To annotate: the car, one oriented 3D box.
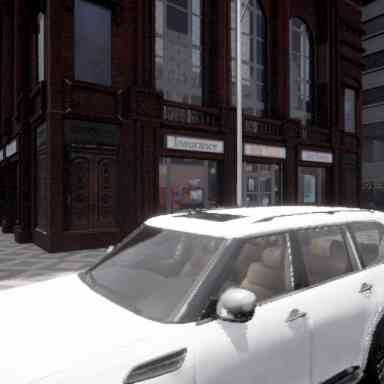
[{"bbox_3d":[0.333,1.221,3.622,5.566,2.045,2.150,0,0,-36],"label":"car"}]
